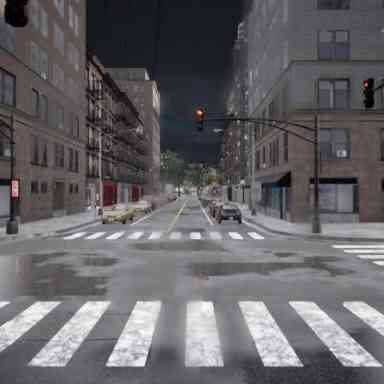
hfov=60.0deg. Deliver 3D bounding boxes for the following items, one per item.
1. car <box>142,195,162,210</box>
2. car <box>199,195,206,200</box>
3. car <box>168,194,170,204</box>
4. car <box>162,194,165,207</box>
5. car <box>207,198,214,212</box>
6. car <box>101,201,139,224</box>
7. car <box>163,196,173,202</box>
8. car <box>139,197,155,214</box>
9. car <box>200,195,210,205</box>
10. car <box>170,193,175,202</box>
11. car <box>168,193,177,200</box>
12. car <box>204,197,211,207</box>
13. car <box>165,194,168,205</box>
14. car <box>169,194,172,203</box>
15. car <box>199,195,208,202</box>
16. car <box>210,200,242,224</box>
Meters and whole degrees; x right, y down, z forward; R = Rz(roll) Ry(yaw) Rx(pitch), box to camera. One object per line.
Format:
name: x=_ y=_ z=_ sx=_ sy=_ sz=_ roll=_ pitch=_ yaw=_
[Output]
car: x=-5.375 y=1.316 z=41.153 sx=2.192 sy=1.841 sz=5.009 roll=0 pitch=0 yaw=0
car: x=2.714 y=1.591 z=90.484 sx=1.802 sy=1.307 sz=4.206 roll=0 pitch=0 yaw=0
car: x=-5.356 y=1.554 z=57.599 sx=2.008 sy=1.369 sz=4.403 roll=0 pitch=0 yaw=0
car: x=-5.369 y=1.442 z=46.635 sx=1.967 sy=1.590 sz=4.097 roll=0 pitch=0 yaw=0
car: x=2.662 y=1.545 z=30.182 sx=1.887 sy=1.381 sz=4.507 roll=0 pitch=0 yaw=0
car: x=-5.396 y=1.525 z=24.537 sx=1.752 sy=1.417 sz=4.829 roll=0 pitch=0 yaw=0
car: x=-5.336 y=1.531 z=73.875 sx=1.752 sy=1.417 sz=4.829 roll=0 pitch=0 yaw=0
car: x=-5.382 y=1.526 z=35.500 sx=1.752 sy=1.417 sz=4.829 roll=0 pitch=0 yaw=0
car: x=2.681 y=1.553 z=52.109 sx=2.008 sy=1.369 sz=4.403 roll=0 pitch=0 yaw=0
car: x=-5.342 y=1.319 z=68.563 sx=2.192 sy=1.841 sz=5.009 roll=0 pitch=0 yaw=0
car: x=-5.315 y=1.324 z=90.491 sx=2.192 sy=1.841 sz=5.009 roll=0 pitch=0 yaw=0
car: x=2.667 y=1.551 z=35.664 sx=2.008 sy=1.369 sz=4.403 roll=0 pitch=0 yaw=0
car: x=-5.362 y=1.443 z=52.117 sx=1.967 sy=1.590 sz=4.097 roll=0 pitch=0 yaw=0
car: x=-5.349 y=1.570 z=63.081 sx=1.947 sy=1.339 sz=4.313 roll=0 pitch=0 yaw=0
car: x=2.705 y=1.551 z=79.520 sx=1.887 sy=1.381 sz=4.507 roll=0 pitch=0 yaw=0
car: x=2.658 y=1.550 z=24.700 sx=2.008 sy=1.369 sz=4.403 roll=0 pitch=0 yaw=0
